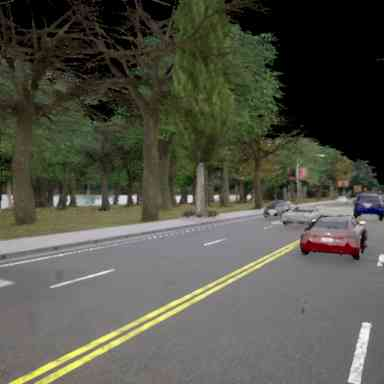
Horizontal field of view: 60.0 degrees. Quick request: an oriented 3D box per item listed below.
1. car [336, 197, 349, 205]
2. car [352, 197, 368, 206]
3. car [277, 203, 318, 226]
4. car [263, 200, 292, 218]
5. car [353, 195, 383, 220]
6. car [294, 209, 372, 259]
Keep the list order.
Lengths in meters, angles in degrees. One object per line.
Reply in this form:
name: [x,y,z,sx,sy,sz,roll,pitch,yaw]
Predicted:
car: [28.612,1.653,63.225,1.812,1.442,4.674,0,0,31]
car: [29.733,1.667,58.810,2.033,1.411,5.357,0,0,31]
car: [7.657,1.606,22.771,1.895,1.301,4.718,0,0,32]
car: [7.789,1.503,29.198,2.128,1.511,4.902,0,0,31]
car: [15.410,1.240,28.810,2.150,2.045,5.566,0,0,32]
car: [5.566,1.564,12.784,1.994,1.385,4.181,0,0,32]
